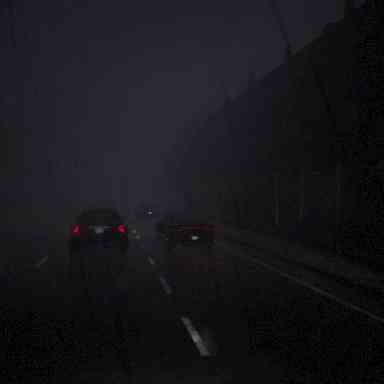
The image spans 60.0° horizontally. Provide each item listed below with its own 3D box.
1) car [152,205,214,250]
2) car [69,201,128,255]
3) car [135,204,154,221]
[{"bbox_3d":[-0.463,1.584,15.030,1.882,1.535,5.008,1,0,-13],"label":"car"},{"bbox_3d":[-3.778,1.405,13.840,2.097,1.767,4.553,1,-1,-13],"label":"car"},{"bbox_3d":[-3.916,1.733,29.460,1.994,1.385,4.181,1,0,-13],"label":"car"}]
